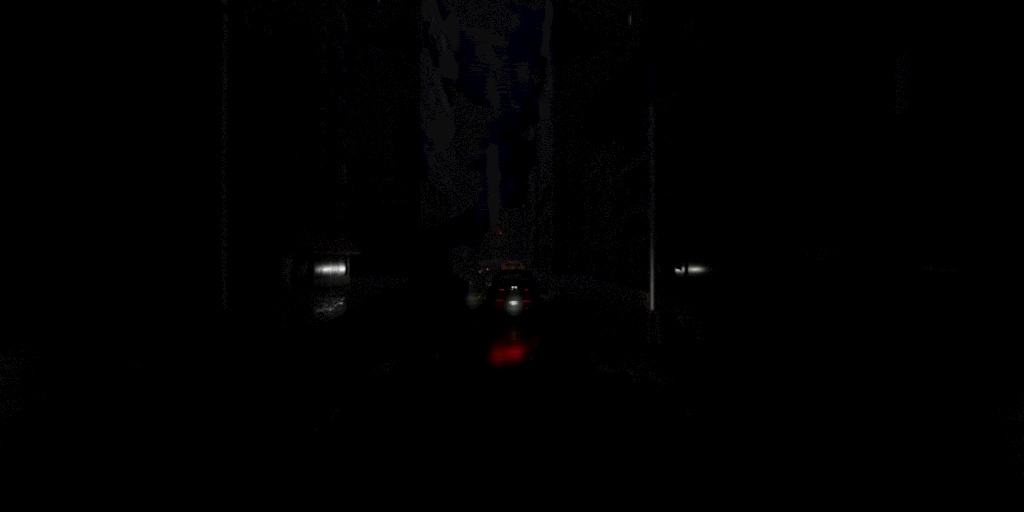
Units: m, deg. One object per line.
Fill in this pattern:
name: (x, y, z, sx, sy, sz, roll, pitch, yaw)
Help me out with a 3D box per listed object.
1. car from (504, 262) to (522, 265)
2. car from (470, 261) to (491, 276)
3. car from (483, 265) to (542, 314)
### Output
car: (0.091, 1.217, 30.241, 1.882, 1.535, 5.008, 0, 0, 0)
car: (-3.089, 1.264, 36.927, 1.812, 1.442, 4.674, 0, 0, 0)
car: (0.088, 1.250, 13.698, 1.837, 1.490, 4.892, 0, 0, 0)
